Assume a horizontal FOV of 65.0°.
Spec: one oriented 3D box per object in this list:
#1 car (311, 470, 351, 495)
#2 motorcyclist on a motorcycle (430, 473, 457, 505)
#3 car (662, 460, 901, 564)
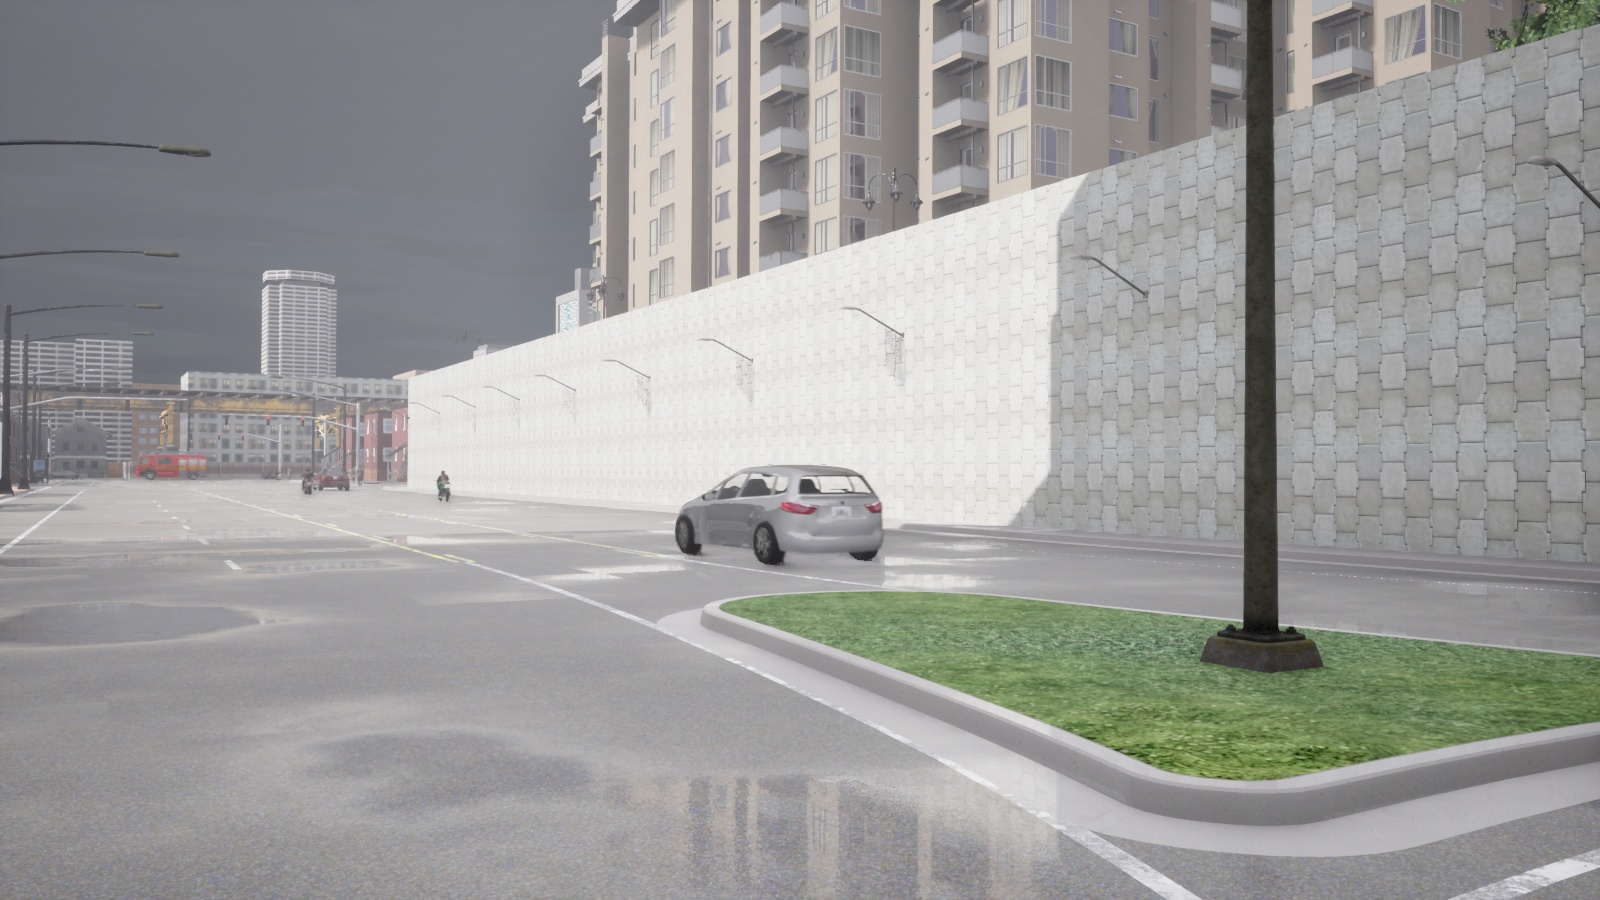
[{"bbox_3d":[-34.341,2.347,91.921,2.097,1.767,4.553,0,-1,-29],"label":"car"},{"bbox_3d":[-17.171,1.877,60.500,0.797,1.523,2.044,0,-1,-29],"label":"motorcyclist on a motorcycle"},{"bbox_3d":[-0.470,1.039,22.652,2.242,1.667,4.611,0,-1,-32],"label":"car"}]
